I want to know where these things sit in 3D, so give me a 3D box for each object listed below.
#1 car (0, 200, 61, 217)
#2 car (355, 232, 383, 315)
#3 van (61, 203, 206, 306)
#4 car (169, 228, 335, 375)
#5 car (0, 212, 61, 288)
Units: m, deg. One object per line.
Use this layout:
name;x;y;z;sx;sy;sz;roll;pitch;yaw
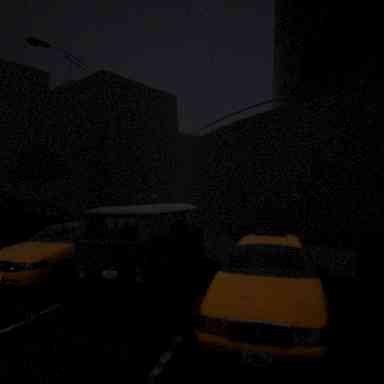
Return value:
car;-5.831;1.292;11.618;2.435;2.045;5.566;0;-1;16
car;3.923;1.247;4.660;2.435;2.045;5.566;0;-1;16
van;-0.933;1.288;8.223;1.878;1.987;4.442;0;-1;16
car;1.429;1.499;6.190;1.946;1.575;5.366;0;-1;16
car;-3.451;1.519;9.668;1.946;1.575;5.366;0;-1;16
